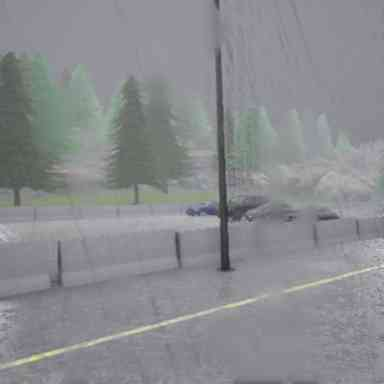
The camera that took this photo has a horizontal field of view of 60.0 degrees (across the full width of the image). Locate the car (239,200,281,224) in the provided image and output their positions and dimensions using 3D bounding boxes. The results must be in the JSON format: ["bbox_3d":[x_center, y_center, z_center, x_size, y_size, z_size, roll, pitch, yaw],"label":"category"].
[{"bbox_3d":[6.228,1.572,25.639,4.892,1.490,1.837,1,0,-36],"label":"car"}]

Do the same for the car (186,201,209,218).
[{"bbox_3d":[1.757,1.540,31.048,5.008,1.535,1.882,1,0,-36],"label":"car"}]

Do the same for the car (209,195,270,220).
[{"bbox_3d":[4.564,1.292,28.753,5.566,2.045,2.150,1,0,-36],"label":"car"}]

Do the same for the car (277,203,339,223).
[{"bbox_3d":[8.187,1.630,22.737,4.181,1.385,1.994,1,0,-36],"label":"car"}]
